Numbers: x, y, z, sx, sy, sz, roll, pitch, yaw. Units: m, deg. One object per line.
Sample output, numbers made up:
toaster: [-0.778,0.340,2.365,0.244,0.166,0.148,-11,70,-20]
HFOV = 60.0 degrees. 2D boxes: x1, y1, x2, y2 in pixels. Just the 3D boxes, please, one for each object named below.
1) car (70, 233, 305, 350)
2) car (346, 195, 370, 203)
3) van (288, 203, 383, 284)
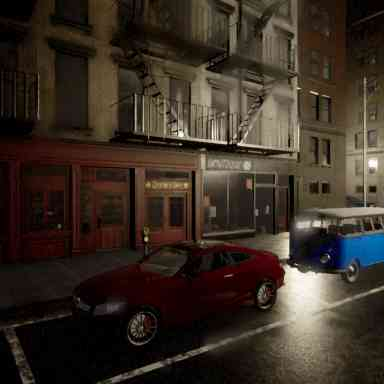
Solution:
car: [-0.029,1.582,6.160,4.206,1.307,1.802,0,0,-35]
car: [15.206,1.316,32.865,2.150,2.045,5.566,0,0,-35]
van: [4.386,1.341,9.281,3.998,1.788,1.690,0,0,-35]
